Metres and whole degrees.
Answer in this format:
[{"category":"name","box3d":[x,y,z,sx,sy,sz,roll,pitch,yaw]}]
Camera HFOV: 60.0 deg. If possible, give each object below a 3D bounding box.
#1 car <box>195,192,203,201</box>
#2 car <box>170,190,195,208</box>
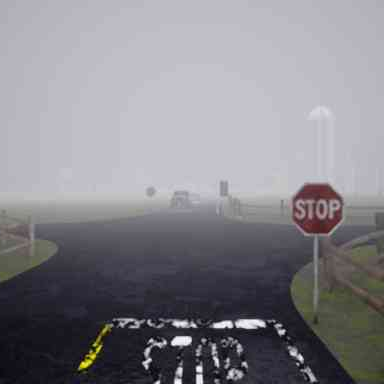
[{"category":"car","box3d":[0.769,0.818,58.592,2.128,1.511,4.902,0,1,7]},{"category":"car","box3d":[-1.193,0.774,39.399,2.150,2.045,5.566,0,1,5]}]
